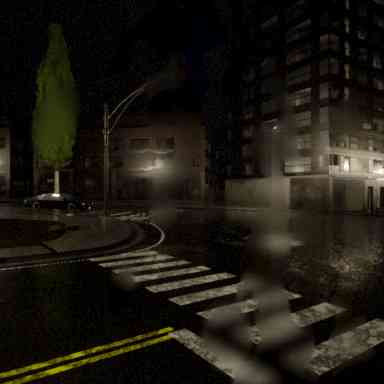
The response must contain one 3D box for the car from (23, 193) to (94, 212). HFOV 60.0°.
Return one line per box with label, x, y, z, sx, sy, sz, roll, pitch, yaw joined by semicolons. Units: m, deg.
car;-10.534;0.786;26.305;5.357;1.411;2.033;1;0;11
